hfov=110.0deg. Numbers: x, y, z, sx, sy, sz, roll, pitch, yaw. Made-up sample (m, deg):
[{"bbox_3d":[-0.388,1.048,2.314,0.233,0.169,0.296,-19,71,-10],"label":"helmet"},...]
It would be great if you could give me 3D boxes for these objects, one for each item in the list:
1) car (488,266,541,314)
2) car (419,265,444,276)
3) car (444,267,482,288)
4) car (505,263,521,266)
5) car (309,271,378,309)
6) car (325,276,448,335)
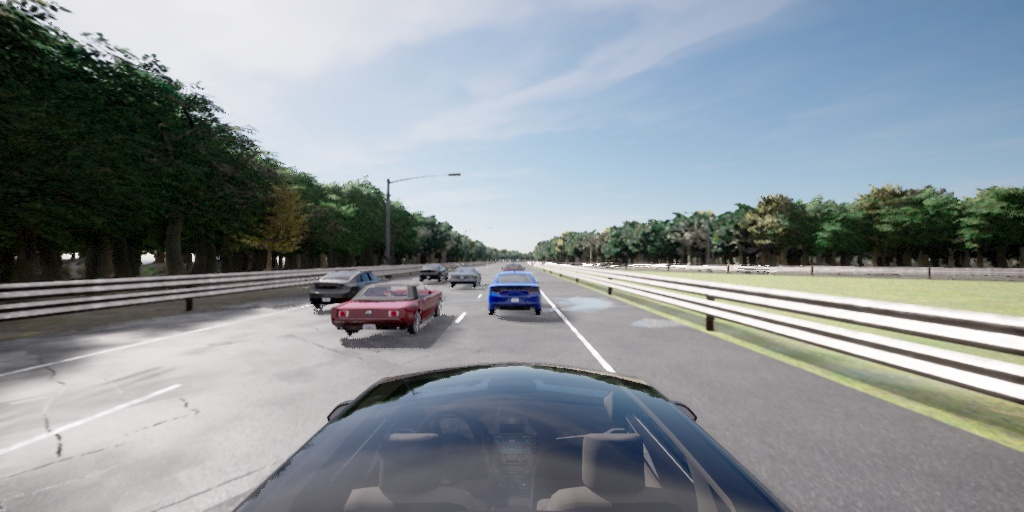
[{"bbox_3d":[0.105,1.355,14.460,1.882,1.535,5.008,0,-1,0],"label":"car"},{"bbox_3d":[-6.885,1.534,31.928,1.837,1.490,4.892,0,-1,0],"label":"car"},{"bbox_3d":[-3.386,1.555,26.883,2.033,1.411,5.357,0,-1,0],"label":"car"},{"bbox_3d":[0.120,1.411,31.614,2.097,1.767,4.553,0,-1,0],"label":"car"},{"bbox_3d":[-6.893,1.396,15.738,1.837,1.490,4.892,0,0,0],"label":"car"},{"bbox_3d":[-3.403,1.441,10.823,1.895,1.301,4.718,0,-1,0],"label":"car"}]
